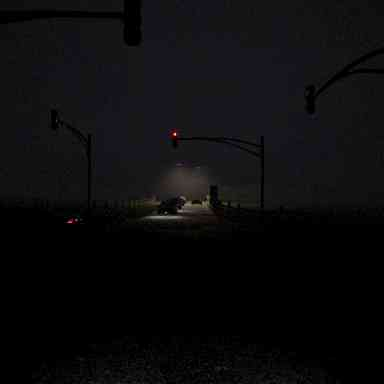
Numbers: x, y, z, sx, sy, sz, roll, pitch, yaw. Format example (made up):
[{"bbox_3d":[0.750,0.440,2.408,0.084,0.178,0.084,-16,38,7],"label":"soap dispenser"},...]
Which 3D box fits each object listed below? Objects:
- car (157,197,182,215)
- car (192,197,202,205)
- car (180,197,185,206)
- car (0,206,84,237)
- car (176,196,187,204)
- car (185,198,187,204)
[{"bbox_3d":[-2.440,1.553,34.199,2.033,1.411,5.357,0,0,0],"label":"car"},{"bbox_3d":[0.883,1.616,60.860,1.895,1.301,4.718,0,0,1],"label":"car"},{"bbox_3d":[-2.299,1.514,43.977,1.837,1.490,4.892,0,0,1],"label":"car"},{"bbox_3d":[-8.323,1.422,16.783,5.357,1.411,2.033,1,0,1],"label":"car"},{"bbox_3d":[-1.972,1.581,63.830,1.994,1.385,4.181,0,0,2],"label":"car"},{"bbox_3d":[-2.163,1.560,53.824,2.033,1.411,5.357,0,0,1],"label":"car"}]
